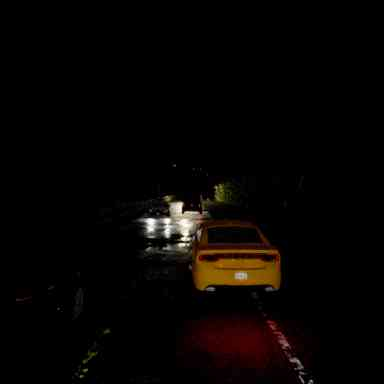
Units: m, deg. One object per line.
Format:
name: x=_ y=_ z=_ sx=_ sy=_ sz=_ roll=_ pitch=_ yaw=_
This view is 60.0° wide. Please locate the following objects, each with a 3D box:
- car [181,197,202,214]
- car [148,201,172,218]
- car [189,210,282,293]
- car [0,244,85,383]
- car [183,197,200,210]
car: x=-0.003 y=1.352 z=35.079 sx=2.097 sy=1.767 sz=4.553 roll=0 pitch=0 yaw=0
car: x=-2.813 y=1.525 z=29.846 sx=1.812 sy=1.442 sz=4.674 roll=0 pitch=0 yaw=0
car: x=0.944 y=1.477 z=8.925 sx=1.882 sy=1.535 sz=5.008 roll=0 pitch=0 yaw=0
car: x=-2.859 y=1.525 z=4.457 sx=1.812 sy=1.442 sz=4.674 roll=0 pitch=0 yaw=0
car: x=-0.033 y=1.492 z=45.039 sx=2.128 sy=1.511 sz=4.902 roll=0 pitch=0 yaw=0
